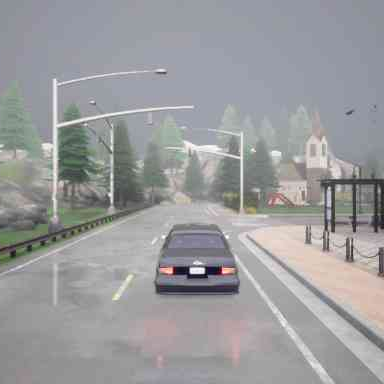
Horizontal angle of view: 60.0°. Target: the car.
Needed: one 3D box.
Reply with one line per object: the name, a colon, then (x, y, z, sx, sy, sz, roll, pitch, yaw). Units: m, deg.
car: (0.098, 1.547, 8.849, 2.033, 1.411, 5.357, 0, 0, 0)
